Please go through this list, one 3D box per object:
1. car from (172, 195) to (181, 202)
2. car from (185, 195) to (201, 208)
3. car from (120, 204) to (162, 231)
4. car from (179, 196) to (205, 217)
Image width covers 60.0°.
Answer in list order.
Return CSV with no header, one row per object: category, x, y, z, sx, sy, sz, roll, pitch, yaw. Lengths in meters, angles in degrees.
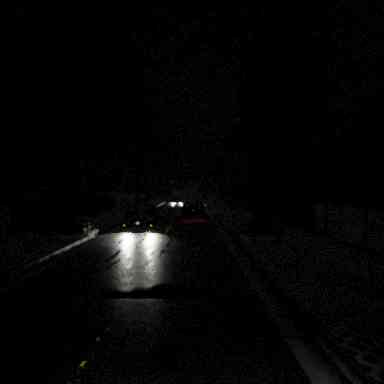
car,-2.756,1.189,62.198,1.895,1.301,4.718,0,1,1
car,0.113,1.203,43.309,1.882,1.535,5.008,0,0,0
car,-2.845,1.420,19.364,1.994,1.385,4.181,0,0,0
car,0.110,1.275,29.101,1.882,1.535,5.008,0,1,0
